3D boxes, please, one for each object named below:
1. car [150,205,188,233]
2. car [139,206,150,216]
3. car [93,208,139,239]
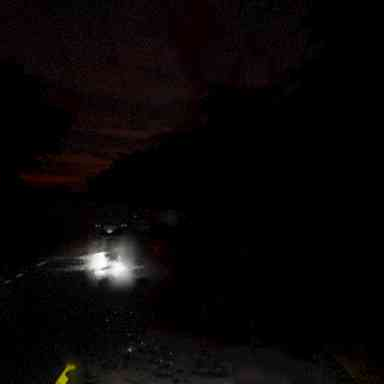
[{"bbox_3d":[-1.509,1.646,21.935,2.097,1.767,4.553,0,-1,-7],"label":"car"},{"bbox_3d":[-6.801,2.656,47.311,1.994,1.385,4.181,0,-2,-16],"label":"car"},{"bbox_3d":[-4.330,1.718,18.816,2.128,1.511,4.902,0,-1,-7],"label":"car"}]
